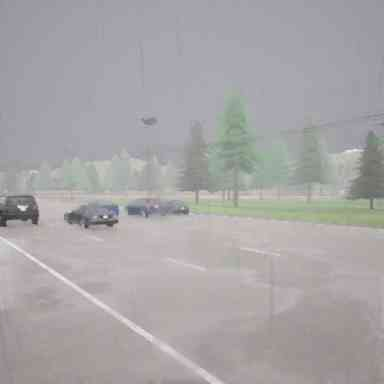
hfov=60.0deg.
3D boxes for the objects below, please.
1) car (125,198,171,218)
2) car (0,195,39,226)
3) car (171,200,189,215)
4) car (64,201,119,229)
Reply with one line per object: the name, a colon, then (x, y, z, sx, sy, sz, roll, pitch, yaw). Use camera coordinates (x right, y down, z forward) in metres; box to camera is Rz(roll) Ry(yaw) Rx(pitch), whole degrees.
car: (-4.266, 1.309, 29.929, 2.097, 1.767, 4.553, 0, 0, -38)
car: (-12.342, 1.192, 23.210, 2.150, 2.045, 5.566, 0, 0, -38)
car: (-2.116, 1.516, 32.866, 1.994, 1.385, 4.181, 0, 0, -38)
car: (-6.641, 1.518, 21.569, 2.033, 1.411, 5.357, 0, 0, -38)
